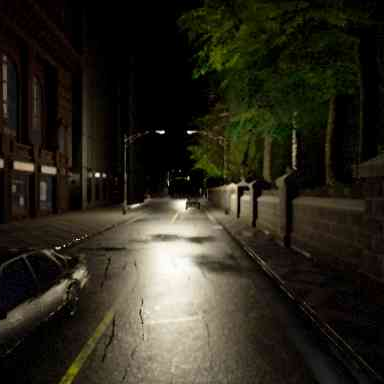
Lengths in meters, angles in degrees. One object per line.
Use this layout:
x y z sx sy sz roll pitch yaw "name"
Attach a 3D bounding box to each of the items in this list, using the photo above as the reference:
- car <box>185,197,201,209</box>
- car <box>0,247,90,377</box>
0.107 1.447 44.564 2.128 1.511 4.902 0 0 0 "car"
-2.999 1.557 4.599 2.033 1.411 5.357 0 0 0 "car"
